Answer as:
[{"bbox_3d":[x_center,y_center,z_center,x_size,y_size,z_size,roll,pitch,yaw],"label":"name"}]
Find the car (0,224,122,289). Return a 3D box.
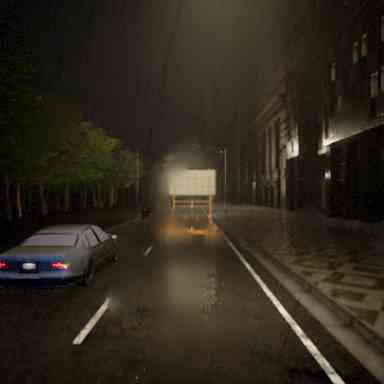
[{"bbox_3d":[-3.397,1.619,9.461,2.033,1.411,5.357,0,0,0],"label":"car"}]

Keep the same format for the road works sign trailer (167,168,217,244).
[{"bbox_3d":[0.005,0.595,16.419,2.380,3.560,2.880,0,-1,0],"label":"road works sign trailer"}]

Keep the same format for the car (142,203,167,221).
[{"bbox_3d":[-3.391,1.771,30.482,2.128,1.511,4.902,0,-1,0],"label":"car"}]
